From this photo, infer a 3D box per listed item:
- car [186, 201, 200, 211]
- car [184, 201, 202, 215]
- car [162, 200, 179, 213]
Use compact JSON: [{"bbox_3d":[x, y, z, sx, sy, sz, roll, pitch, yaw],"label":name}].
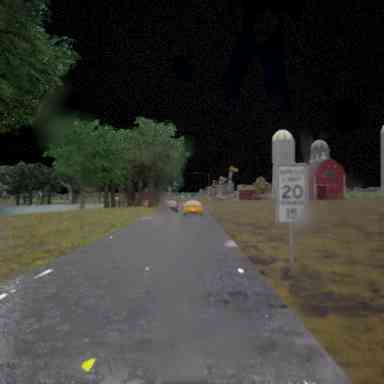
[{"bbox_3d":[0.160,1.969,48.097,1.895,1.301,4.718,0,-1,1],"label":"car"},{"bbox_3d":[0.113,1.693,36.352,1.882,1.535,5.008,0,-1,0],"label":"car"},{"bbox_3d":[-2.623,1.750,40.929,1.882,1.535,5.008,0,-1,0],"label":"car"}]
